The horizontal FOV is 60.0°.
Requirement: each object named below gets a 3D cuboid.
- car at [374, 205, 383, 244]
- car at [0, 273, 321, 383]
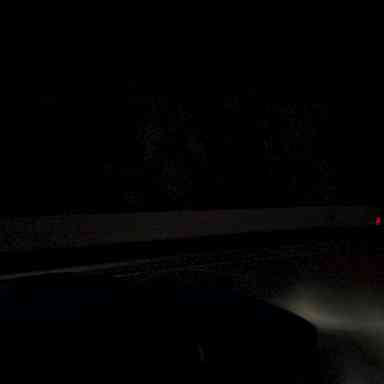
[{"bbox_3d":[9.149,1.197,11.740,5.566,2.045,2.150,0,0,-19],"label":"car"},{"bbox_3d":[-0.990,1.469,2.751,5.008,1.535,1.882,0,0,-34],"label":"car"}]
